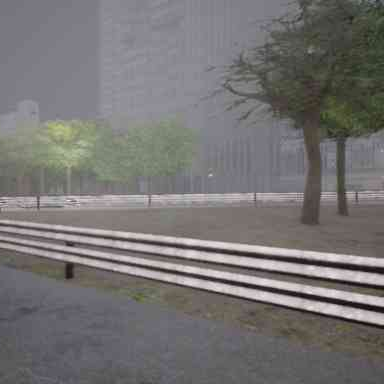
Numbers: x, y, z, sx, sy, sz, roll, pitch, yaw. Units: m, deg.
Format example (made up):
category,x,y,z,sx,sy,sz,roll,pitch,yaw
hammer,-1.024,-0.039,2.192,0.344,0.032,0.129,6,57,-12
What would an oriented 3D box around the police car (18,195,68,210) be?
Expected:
category,x,y,z,sx,sy,sz,roll,pitch,yaw
police car,-16.257,1.102,36.211,4.974,1.542,2.038,-1,0,2
